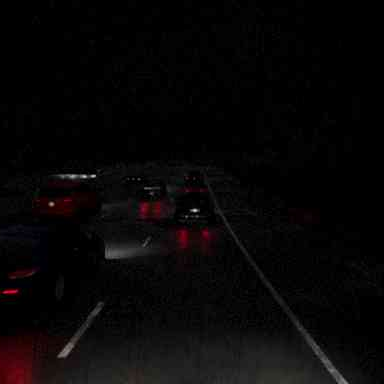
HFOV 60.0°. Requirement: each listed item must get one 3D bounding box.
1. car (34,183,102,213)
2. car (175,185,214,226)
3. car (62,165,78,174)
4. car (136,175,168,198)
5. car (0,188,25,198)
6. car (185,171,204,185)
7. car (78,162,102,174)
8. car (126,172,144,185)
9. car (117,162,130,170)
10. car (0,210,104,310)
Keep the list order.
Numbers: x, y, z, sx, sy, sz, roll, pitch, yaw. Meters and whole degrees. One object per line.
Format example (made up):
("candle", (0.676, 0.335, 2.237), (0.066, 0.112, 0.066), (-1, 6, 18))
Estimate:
("car", (-6.847, 0.461, 18.915), (2.150, 2.045, 5.566), (0, 5, 0))
("car", (0.146, 0.756, 17.920), (2.033, 1.649, 4.856), (0, 5, 0))
("car", (-20.751, -3.877, 57.522), (1.837, 1.490, 4.892), (0, 7, 1))
("car", (-3.285, -0.387, 29.779), (2.128, 1.511, 4.902), (0, 7, 0))
("car", (-13.930, 0.408, 23.718), (1.895, 1.301, 4.718), (0, 6, 1))
("car", (0.269, -1.705, 38.997), (2.097, 1.767, 4.553), (0, 7, 0))
("car", (-17.247, -4.176, 57.753), (2.150, 2.045, 5.566), (0, 7, 1))
("car", (-6.728, -1.735, 40.835), (2.033, 1.411, 5.357), (0, 7, 0))
("car", (-13.654, -5.160, 66.326), (2.097, 1.767, 4.553), (0, 7, -1))
("car", (-3.393, 1.413, 7.539), (1.812, 1.442, 4.674), (0, 2, 0))
